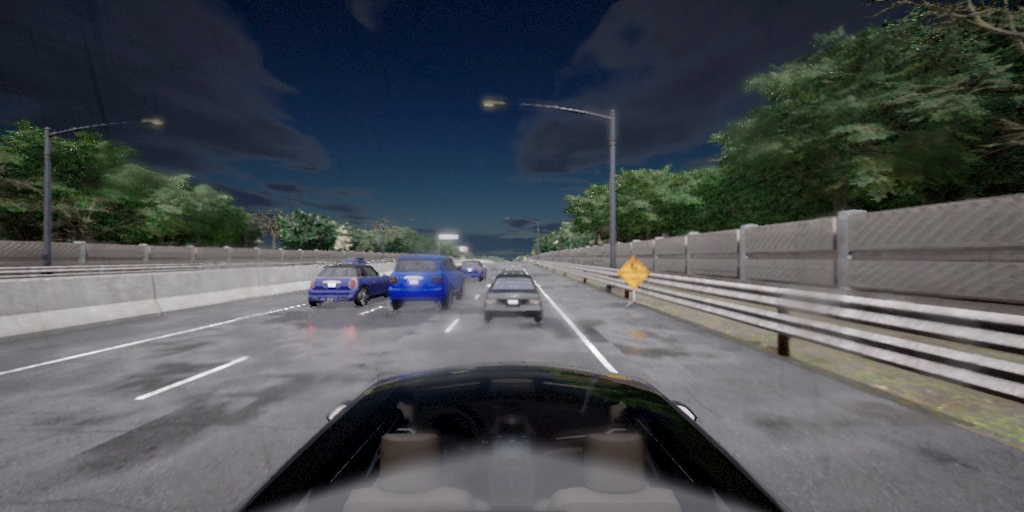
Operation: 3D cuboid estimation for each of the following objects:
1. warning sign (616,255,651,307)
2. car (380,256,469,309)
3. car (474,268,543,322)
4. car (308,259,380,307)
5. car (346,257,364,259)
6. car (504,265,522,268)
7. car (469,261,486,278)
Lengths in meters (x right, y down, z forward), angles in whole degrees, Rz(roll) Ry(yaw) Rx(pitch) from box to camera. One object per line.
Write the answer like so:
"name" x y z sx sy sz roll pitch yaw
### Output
"warning sign" 4.570 0.903 13.432 1.300 1.860 1.060 0 0 0
"car" -3.410 1.015 15.231 2.150 2.045 5.566 0 0 1
"car" 0.060 1.332 12.474 2.033 1.411 5.357 0 0 1
"car" -6.908 1.146 15.905 2.097 1.767 4.553 0 0 0
"car" -24.457 1.129 55.136 2.150 2.045 5.566 0 0 1
"car" 0.110 1.439 29.787 1.895 1.301 4.718 0 0 1
"car" -3.380 1.192 30.972 2.097 1.767 4.553 0 0 0
